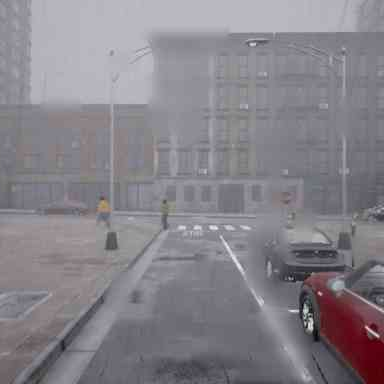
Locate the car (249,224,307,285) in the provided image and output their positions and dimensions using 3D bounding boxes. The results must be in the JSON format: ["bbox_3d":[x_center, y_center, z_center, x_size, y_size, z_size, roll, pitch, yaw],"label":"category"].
[{"bbox_3d":[2.693,1.553,9.274,2.008,1.369,4.403,0,0,0],"label":"car"}]

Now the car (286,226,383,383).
[{"bbox_3d":[2.664,1.441,3.771,1.967,1.590,4.097,0,0,0],"label":"car"}]

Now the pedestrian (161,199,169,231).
[{"bbox_3d":[-1.568,1.298,19.216,0.375,1.860,0.375,0,0,0],"label":"pedestrian"}]

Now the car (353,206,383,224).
[{"bbox_3d":[16.332,1.906,28.255,4.902,1.511,2.128,1,0,1],"label":"car"}]

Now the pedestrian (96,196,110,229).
[{"bbox_3d":[-4.979,1.118,18.646,0.375,1.860,0.375,0,0,0],"label":"pedestrian"}]

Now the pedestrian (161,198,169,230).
[{"bbox_3d":[-1.612,1.299,19.882,0.375,1.860,0.375,0,0,0],"label":"pedestrian"}]

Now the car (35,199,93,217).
[{"bbox_3d":[-10.931,1.354,28.521,4.674,1.442,1.812,1,0,1],"label":"car"}]
